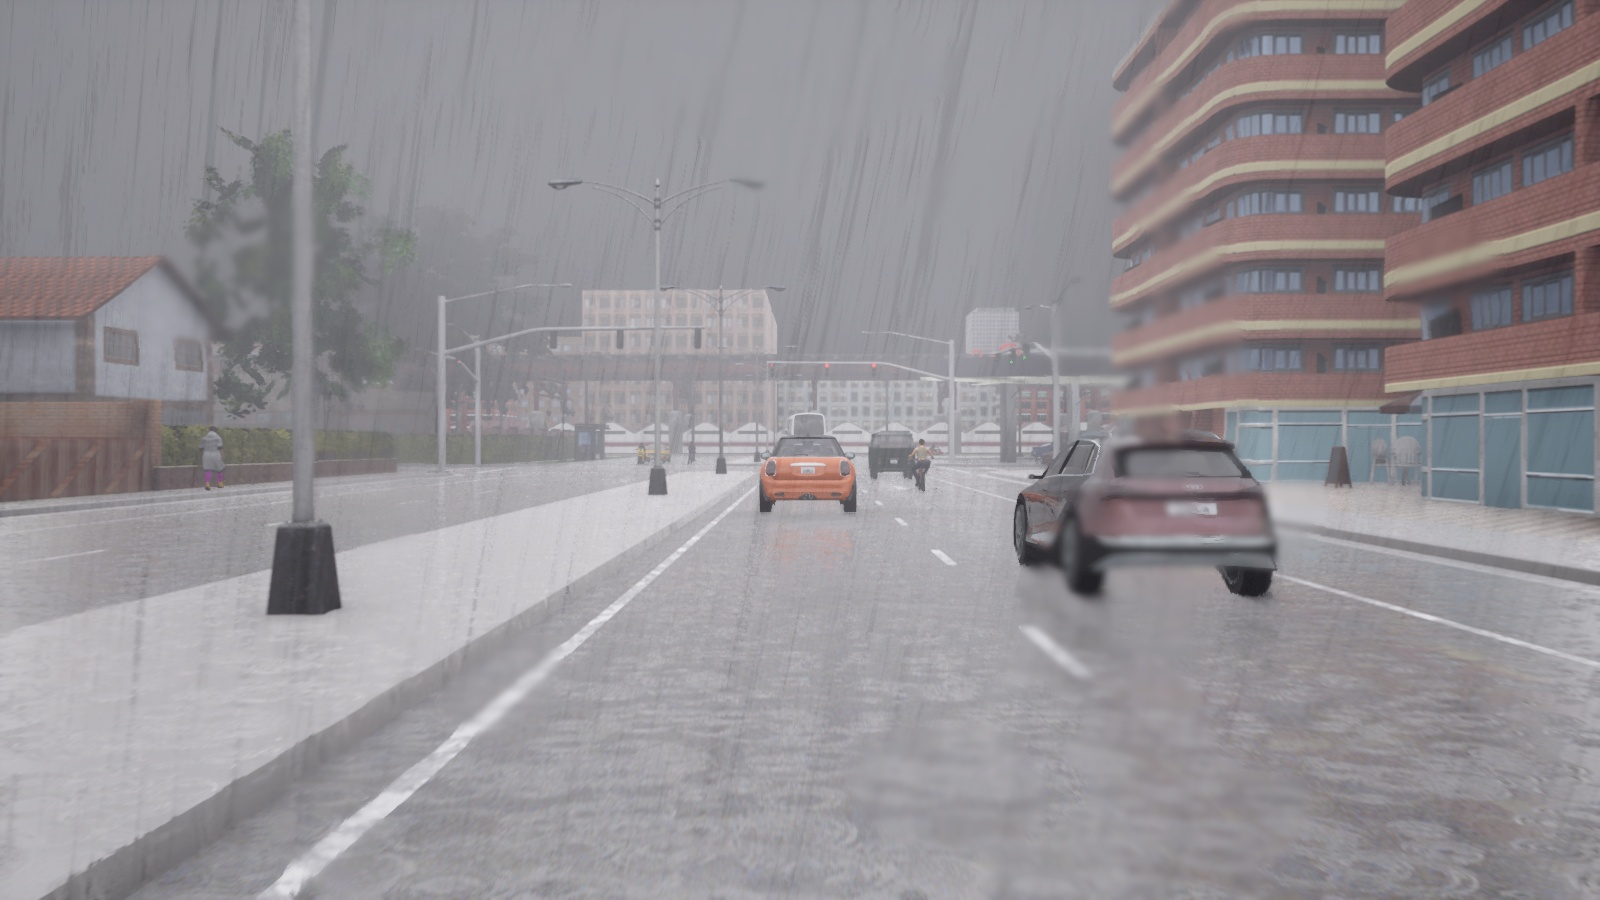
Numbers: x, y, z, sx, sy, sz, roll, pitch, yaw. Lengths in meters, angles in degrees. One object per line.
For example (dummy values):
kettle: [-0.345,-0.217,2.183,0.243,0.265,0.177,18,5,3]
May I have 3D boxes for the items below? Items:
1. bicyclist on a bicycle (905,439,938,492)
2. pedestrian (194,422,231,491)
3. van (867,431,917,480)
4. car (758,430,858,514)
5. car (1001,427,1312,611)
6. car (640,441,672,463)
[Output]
bicyclist on a bicycle: [3.740,0.468,38.714,0.866,1.612,1.509,0,0,0]
pedestrian: [-16.758,0.186,35.828,0.659,1.952,0.873,0,0,-1]
van: [3.815,0.205,52.663,1.775,1.987,4.442,0,0,0]
car: [0.178,0.444,28.637,2.097,1.767,4.553,0,0,0]
car: [3.593,0.602,13.704,2.033,1.649,4.856,0,0,0]
car: [-10.941,0.137,95.784,1.801,1.575,5.366,0,0,0]
